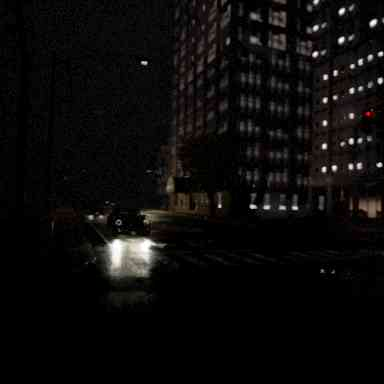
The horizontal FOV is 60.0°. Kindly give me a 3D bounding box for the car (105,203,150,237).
[{"bbox_3d":[-4.031,1.769,20.730,2.097,1.767,4.553,2,-2,-20],"label":"car"}]

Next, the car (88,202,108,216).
[{"bbox_3d":[-12.981,2.399,44.893,2.033,1.411,5.357,2,-2,-20],"label":"car"}]

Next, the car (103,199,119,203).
[{"bbox_3d":[-20.786,3.266,84.727,2.128,1.511,4.902,2,-2,-20],"label":"car"}]
